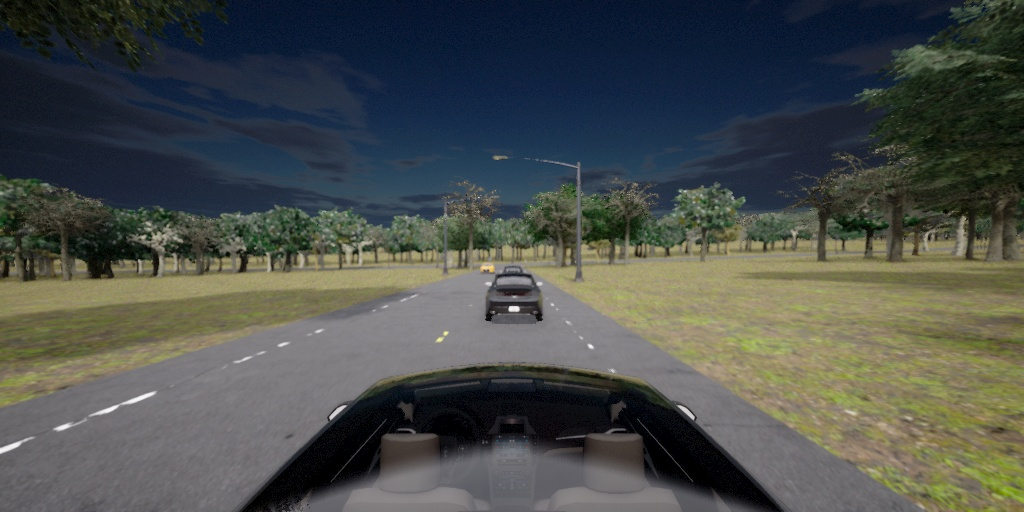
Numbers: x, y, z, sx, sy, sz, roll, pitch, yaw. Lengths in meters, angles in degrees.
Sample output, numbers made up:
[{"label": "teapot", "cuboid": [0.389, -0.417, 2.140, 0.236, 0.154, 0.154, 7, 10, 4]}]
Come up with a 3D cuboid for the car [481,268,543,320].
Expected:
[{"label": "car", "cuboid": [0.074, 1.335, 12.940, 1.837, 1.490, 4.892, 0, -1, 0]}]

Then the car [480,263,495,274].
[{"label": "car", "cuboid": [-3.558, 1.814, 52.688, 1.882, 1.535, 5.008, 0, -1, 0]}]

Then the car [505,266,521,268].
[{"label": "car", "cuboid": [0.077, 1.526, 28.198, 1.837, 1.490, 4.892, 0, 0, 0]}]
